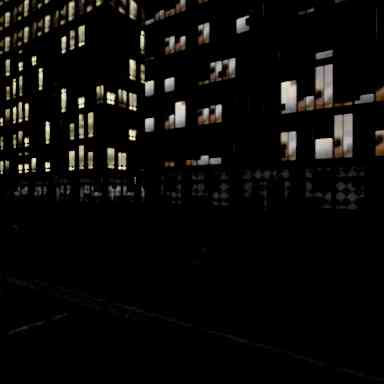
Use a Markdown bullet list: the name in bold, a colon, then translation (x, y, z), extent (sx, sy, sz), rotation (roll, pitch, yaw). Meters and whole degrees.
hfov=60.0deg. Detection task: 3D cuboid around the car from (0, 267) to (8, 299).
- **car**: translation (-5.686, 1.520, 6.935), extent (4.829, 1.417, 1.752), rotation (0, 0, 36)
